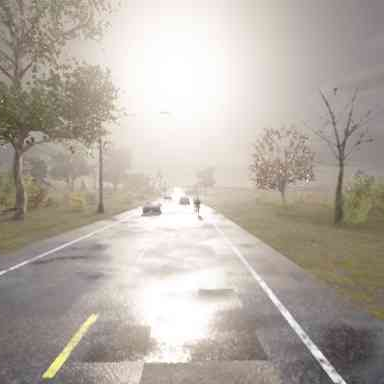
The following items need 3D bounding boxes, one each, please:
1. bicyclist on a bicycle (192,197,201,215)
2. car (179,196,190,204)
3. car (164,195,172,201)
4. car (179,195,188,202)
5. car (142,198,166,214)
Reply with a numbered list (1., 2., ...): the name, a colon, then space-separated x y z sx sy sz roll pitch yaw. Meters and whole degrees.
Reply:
1. bicyclist on a bicycle: 0.573 1.371 31.525 0.659 1.776 1.843 0 0 -1
2. car: -1.354 1.560 61.414 1.994 1.385 4.181 0 0 -2
3. car: -5.520 1.351 76.655 1.994 1.385 4.181 0 0 -2
4. car: -1.988 1.532 75.956 2.033 1.411 5.357 0 0 -2
5. car: -4.067 1.602 34.761 1.895 1.301 4.718 0 0 -1
